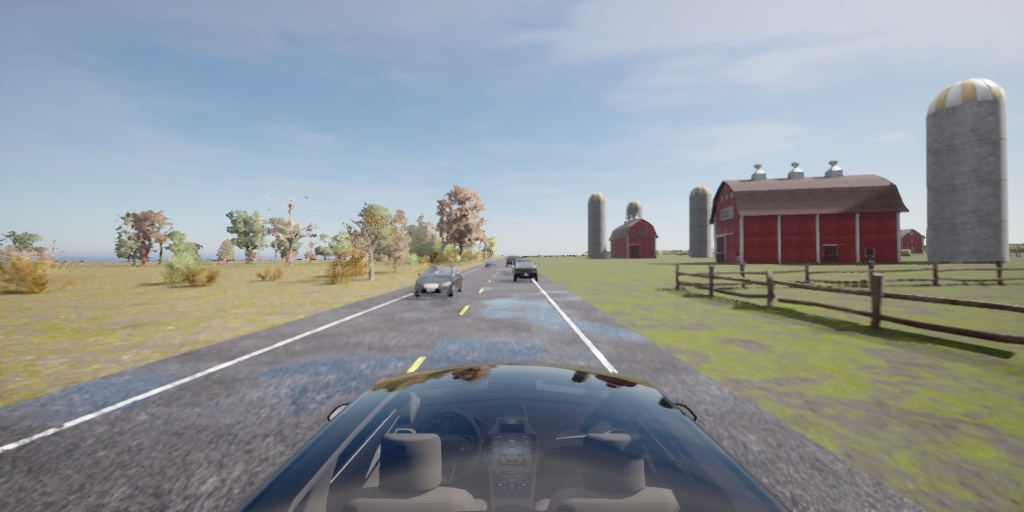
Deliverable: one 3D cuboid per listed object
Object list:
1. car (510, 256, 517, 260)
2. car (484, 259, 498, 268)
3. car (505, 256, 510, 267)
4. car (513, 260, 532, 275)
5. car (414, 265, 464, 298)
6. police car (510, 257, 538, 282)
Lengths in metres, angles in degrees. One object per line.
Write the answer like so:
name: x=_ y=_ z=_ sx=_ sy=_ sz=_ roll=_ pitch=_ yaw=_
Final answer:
car: x=1.050 y=1.075 z=44.868 sx=2.097 sy=1.767 sz=4.553 roll=0 pitch=0 yaw=0
car: x=-3.531 y=1.233 z=60.562 sx=1.812 sy=1.442 sz=4.674 roll=0 pitch=0 yaw=1
car: x=0.003 y=0.935 z=64.611 sx=2.150 sy=2.045 sz=5.566 roll=0 pitch=0 yaw=0
car: x=1.051 y=1.208 z=38.898 sx=1.882 sy=1.535 sz=5.008 roll=0 pitch=0 yaw=0
car: x=-3.598 y=1.235 z=18.321 sx=2.128 sy=1.511 sz=4.902 roll=0 pitch=0 yaw=0
police car: x=1.051 y=1.163 z=29.007 sx=1.930 sy=1.638 sz=5.238 roll=0 pitch=0 yaw=0
